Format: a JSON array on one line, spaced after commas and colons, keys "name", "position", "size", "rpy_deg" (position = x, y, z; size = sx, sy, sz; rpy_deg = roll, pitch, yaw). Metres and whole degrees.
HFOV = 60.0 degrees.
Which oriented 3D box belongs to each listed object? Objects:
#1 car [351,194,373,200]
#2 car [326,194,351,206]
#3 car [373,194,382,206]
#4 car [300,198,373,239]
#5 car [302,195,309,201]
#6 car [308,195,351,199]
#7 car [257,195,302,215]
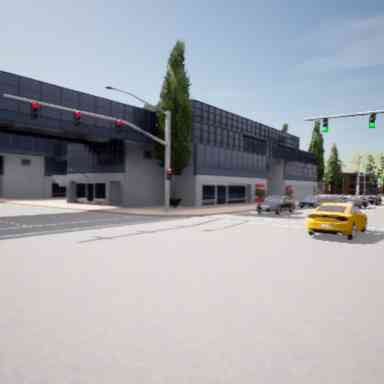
[{"name": "car", "position": [18.173, 1.044, 36.873], "size": [2.128, 1.511, 4.902], "rpy_deg": [2, 1, 37]}, {"name": "car", "position": [19.654, 1.030, 44.539], "size": [1.895, 1.301, 4.718], "rpy_deg": [2, 1, 37]}, {"name": "car", "position": [24.488, 1.035, 45.094], "size": [2.033, 1.411, 5.357], "rpy_deg": [2, 1, 37]}, {"name": "car", "position": [7.141, 1.266, 16.128], "size": [1.882, 1.535, 5.008], "rpy_deg": [2, 1, 37]}, {"name": "car", "position": [13.395, 1.041, 36.372], "size": [2.033, 1.411, 5.357], "rpy_deg": [2, 1, 37]}, {"name": "car", "position": [11.988, 1.123, 28.745], "size": [1.837, 1.490, 4.892], "rpy_deg": [2, 1, 37]}, {"name": "car", "position": [7.194, 1.052, 28.204], "size": [2.128, 1.511, 4.902], "rpy_deg": [2, 1, 37]}]
